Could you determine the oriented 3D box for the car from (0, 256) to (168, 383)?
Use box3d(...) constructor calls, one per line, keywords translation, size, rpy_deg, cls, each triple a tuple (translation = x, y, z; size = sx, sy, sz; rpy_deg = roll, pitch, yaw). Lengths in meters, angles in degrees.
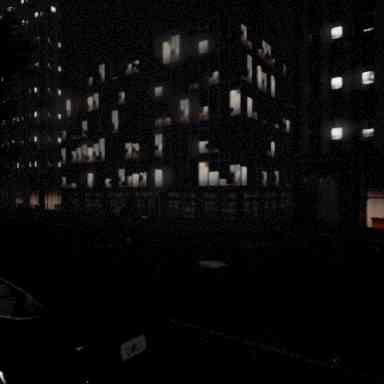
box3d(translation=(-2.268, 1.567, 4.494), size=(4.313, 1.339, 1.947), rpy_deg=(0, 0, 35), cls="car")
